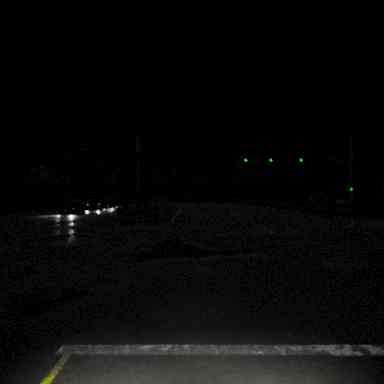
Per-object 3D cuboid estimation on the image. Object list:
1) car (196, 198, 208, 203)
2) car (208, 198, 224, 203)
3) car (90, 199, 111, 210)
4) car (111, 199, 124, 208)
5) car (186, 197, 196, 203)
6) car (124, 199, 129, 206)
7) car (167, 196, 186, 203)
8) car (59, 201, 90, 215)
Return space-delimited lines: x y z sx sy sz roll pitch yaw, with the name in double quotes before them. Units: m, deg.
"car" 1.974 2.371 93.322 2.033 1.411 5.357 0 -1 -22
"car" 6.888 2.342 89.504 2.033 1.411 5.357 0 -1 -18
"car" -14.087 1.798 49.509 2.097 1.767 4.553 0 -1 0
"car" -14.042 2.021 58.896 2.128 1.511 4.902 0 0 1
"car" -1.340 2.344 92.195 1.812 1.442 4.674 0 -1 -22
"car" -14.219 2.147 69.205 2.128 1.511 4.902 0 -1 -3
"car" -4.282 2.026 90.061 2.150 2.045 5.566 0 -1 -22
"car" -14.100 1.862 39.476 1.837 1.490 4.892 0 -1 0
